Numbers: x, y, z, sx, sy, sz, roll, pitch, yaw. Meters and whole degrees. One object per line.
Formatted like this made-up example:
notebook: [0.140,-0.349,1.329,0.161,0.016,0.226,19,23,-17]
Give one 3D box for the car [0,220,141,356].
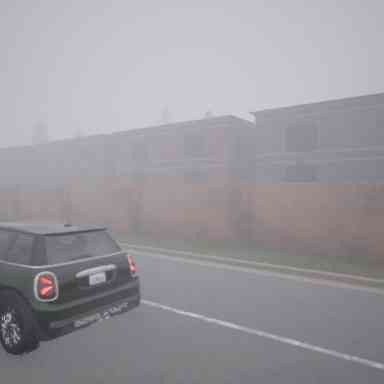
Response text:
car: [-3.150,1.306,6.239,4.553,1.767,2.097,1,0,36]
